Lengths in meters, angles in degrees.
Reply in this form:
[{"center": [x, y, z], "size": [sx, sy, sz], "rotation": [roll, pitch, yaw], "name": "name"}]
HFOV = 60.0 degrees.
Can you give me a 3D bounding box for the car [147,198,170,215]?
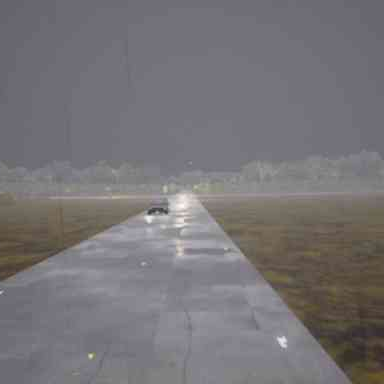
[{"center": [-3.030, 1.321, 31.485], "size": [2.033, 1.411, 5.357], "rotation": [0, 0, -1], "name": "car"}]
